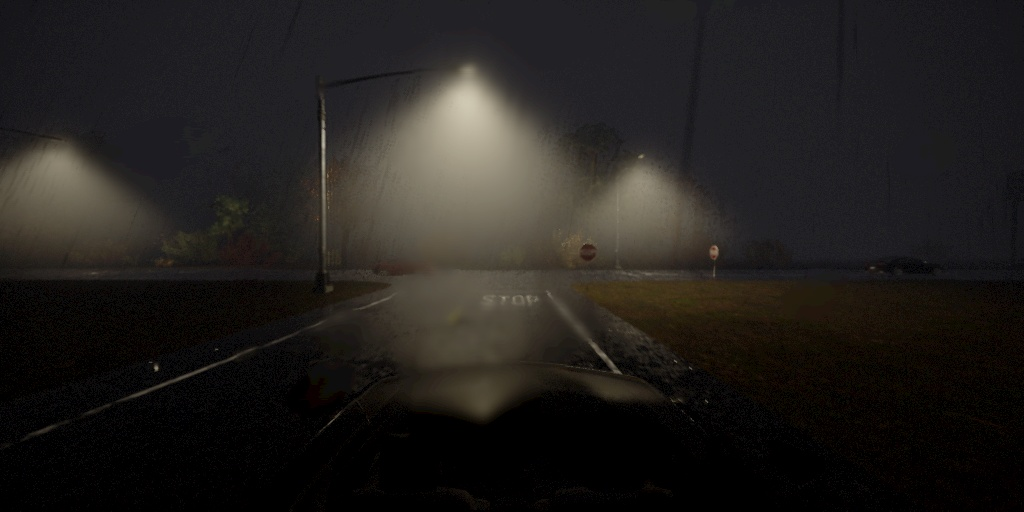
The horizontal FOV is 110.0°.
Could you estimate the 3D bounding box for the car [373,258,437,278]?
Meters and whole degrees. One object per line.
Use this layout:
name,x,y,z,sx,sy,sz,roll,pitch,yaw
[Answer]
car,-8.146,0.882,27.397,4.674,1.442,1.812,0,1,-1

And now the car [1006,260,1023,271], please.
car,52.285,0.814,35.272,5.357,1.411,2.033,0,1,-1

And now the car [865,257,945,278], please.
car,30.600,0.850,27.956,5.008,1.535,1.882,0,1,-1
